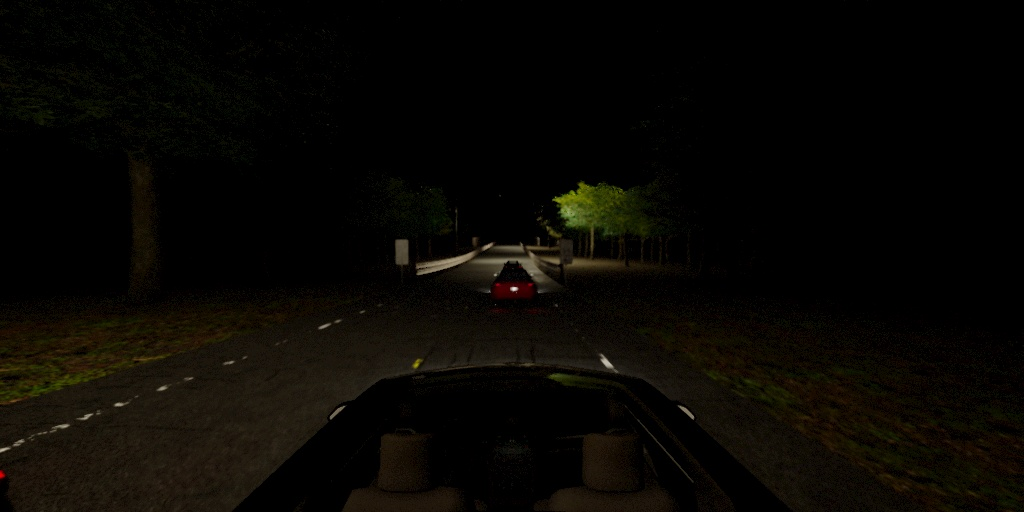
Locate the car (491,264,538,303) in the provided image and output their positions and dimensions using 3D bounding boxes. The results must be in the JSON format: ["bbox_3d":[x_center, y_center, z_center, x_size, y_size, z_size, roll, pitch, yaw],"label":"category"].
[{"bbox_3d":[0.092,1.265,16.280,1.994,1.385,4.181,0,0,0],"label":"car"}]

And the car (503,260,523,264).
[{"bbox_3d":[0.091,1.117,35.046,1.994,1.385,4.181,0,1,0],"label":"car"}]
